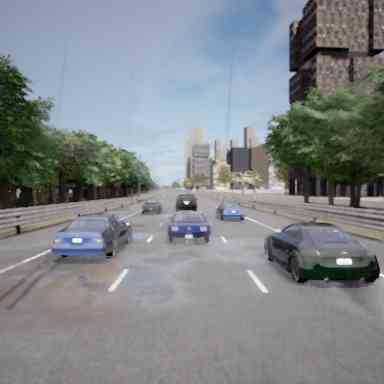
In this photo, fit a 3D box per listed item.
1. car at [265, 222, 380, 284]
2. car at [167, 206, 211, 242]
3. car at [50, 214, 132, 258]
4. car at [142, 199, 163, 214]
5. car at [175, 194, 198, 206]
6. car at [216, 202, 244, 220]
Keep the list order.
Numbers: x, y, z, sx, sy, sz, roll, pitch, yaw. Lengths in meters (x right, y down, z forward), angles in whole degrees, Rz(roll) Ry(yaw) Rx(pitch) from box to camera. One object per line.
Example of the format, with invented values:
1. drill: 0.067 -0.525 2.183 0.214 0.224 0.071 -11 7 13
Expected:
1. car: 3.462 1.563 9.631 1.994 1.385 4.181 0 0 -1
2. car: -0.166 1.596 16.344 1.895 1.301 4.718 0 0 -1
3. car: -3.589 1.544 12.786 2.033 1.411 5.357 0 0 -1
4. car: -4.117 1.467 35.185 2.128 1.511 4.902 0 0 -2
5. car: -0.599 1.197 34.669 2.150 2.045 5.566 0 0 -2
6. car: 3.090 1.532 27.667 2.033 1.411 5.357 0 0 -1
